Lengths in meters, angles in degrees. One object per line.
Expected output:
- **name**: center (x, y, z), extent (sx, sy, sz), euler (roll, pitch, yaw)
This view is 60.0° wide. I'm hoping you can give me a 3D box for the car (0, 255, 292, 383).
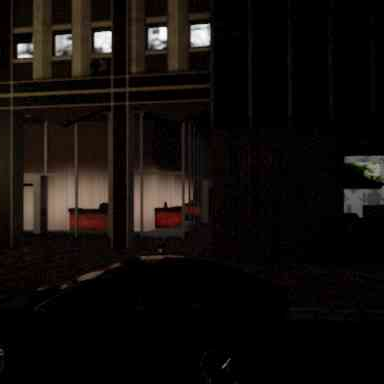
- **car**: center (-0.866, 1.598, 4.571), extent (4.313, 1.339, 1.947), euler (0, 0, 8)
